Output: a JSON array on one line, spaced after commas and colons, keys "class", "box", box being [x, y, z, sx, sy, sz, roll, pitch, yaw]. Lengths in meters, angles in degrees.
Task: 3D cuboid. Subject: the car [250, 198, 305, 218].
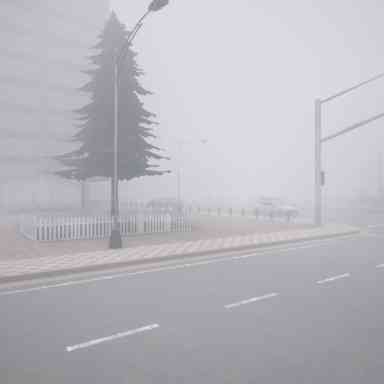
[{"class": "car", "box": [7.637, 1.526, 30.649, 1.812, 1.442, 4.674, 0, 0, -36]}]

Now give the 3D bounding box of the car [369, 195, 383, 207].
[{"class": "car", "box": [27.334, 1.153, 45.441, 1.932, 1.855, 4.605, 0, 0, -36]}]

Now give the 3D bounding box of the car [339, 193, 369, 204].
[{"class": "car", "box": [35.502, 1.153, 72.750, 1.932, 1.855, 4.605, 0, 0, -36]}]

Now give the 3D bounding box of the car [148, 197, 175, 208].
[{"class": "car", "box": [-4.742, 1.564, 47.885, 1.994, 1.385, 4.181, 0, 0, -36]}]

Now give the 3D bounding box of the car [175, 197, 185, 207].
[{"class": "car", "box": [-2.996, 1.477, 51.465, 1.882, 1.535, 5.008, 0, 0, -35]}]

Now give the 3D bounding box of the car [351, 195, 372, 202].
[{"class": "car", "box": [37.899, 1.364, 74.378, 1.784, 1.438, 3.905, 0, 0, -36]}]

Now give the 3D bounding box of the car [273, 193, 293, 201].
[{"class": "car", "box": [22.243, 1.153, 81.796, 1.932, 1.855, 4.605, 0, 0, -36]}]

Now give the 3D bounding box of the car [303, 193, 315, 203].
[{"class": "car", "box": [21.792, 1.395, 62.872, 1.970, 1.475, 3.806, 0, 0, -36]}]

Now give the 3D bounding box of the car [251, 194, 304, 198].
[{"class": "car", "box": [8.892, 1.352, 34.868, 2.097, 1.767, 4.553, 0, 0, -36]}]
